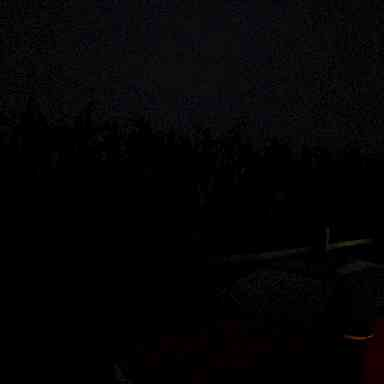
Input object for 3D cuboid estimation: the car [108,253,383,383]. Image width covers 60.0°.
[{"bbox_3d":[1.384,1.548,3.965,4.674,1.442,1.812,1,0,-34],"label":"car"}]
